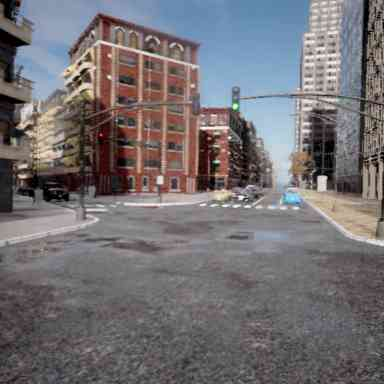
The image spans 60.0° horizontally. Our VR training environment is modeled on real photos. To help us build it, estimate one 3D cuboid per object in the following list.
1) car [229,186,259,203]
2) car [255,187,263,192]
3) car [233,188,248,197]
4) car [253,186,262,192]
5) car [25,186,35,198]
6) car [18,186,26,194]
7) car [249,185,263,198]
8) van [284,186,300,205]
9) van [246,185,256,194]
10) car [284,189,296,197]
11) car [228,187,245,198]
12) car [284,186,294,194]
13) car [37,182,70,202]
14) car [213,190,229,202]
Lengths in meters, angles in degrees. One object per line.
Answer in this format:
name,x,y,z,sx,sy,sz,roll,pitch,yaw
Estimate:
car,6.190,0.423,39.157,2.128,1.511,4.902,2,2,18
car,18.706,-0.733,93.098,1.802,1.307,4.206,2,2,16
car,8.225,0.061,55.686,1.947,1.339,4.313,2,2,16
car,17.212,-0.768,87.748,1.967,1.590,4.097,2,2,16
car,-20.624,0.042,44.766,1.994,1.385,4.181,0,2,-35
car,-28.096,-0.294,56.083,1.895,1.301,4.718,0,1,-33
car,8.927,0.180,48.932,1.882,1.535,5.008,2,2,16
van,11.322,0.422,37.521,1.690,1.788,3.998,2,2,16
van,12.723,-0.527,71.713,1.690,1.788,3.998,2,2,16
car,17.309,0.130,58.908,1.887,1.381,4.507,2,2,16
car,6.730,0.058,50.337,1.967,1.590,4.097,2,2,16
car,21.807,-0.459,74.938,2.192,1.841,5.009,2,2,16
car,-15.076,-0.016,36.480,2.150,2.045,5.566,0,2,-34
car,3.686,0.398,39.485,1.752,1.417,4.829,2,2,16
